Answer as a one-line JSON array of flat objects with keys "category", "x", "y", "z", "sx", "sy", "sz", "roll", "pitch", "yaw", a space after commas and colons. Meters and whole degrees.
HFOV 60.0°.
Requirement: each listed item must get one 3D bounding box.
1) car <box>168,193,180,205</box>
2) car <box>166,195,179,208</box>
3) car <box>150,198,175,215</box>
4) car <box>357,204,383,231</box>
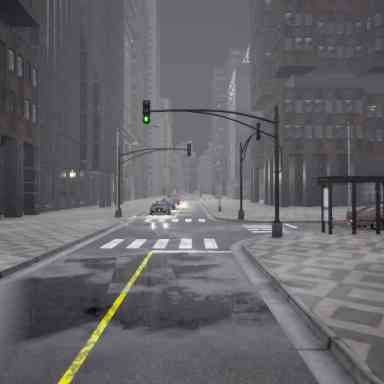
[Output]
[{"category": "car", "x": -3.185, "y": 1.261, "z": 56.431, "sx": 2.150, "sy": 2.045, "sz": 5.566, "roll": 0, "pitch": 0, "yaw": 0}, {"category": "car", "x": -3.175, "y": 1.510, "z": 44.546, "sx": 1.882, "sy": 1.535, "sz": 5.008, "roll": 0, "pitch": 0, "yaw": 0}, {"category": "car", "x": -3.158, "y": 1.589, "z": 34.134, "sx": 1.994, "sy": 1.385, "sz": 4.181, "roll": 0, "pitch": 0, "yaw": 0}, {"category": "car", "x": 11.472, "y": 1.440, "z": 19.130, "sx": 4.674, "sy": 1.442, "sz": 1.812, "roll": 0, "pitch": -1, "yaw": 0}]
